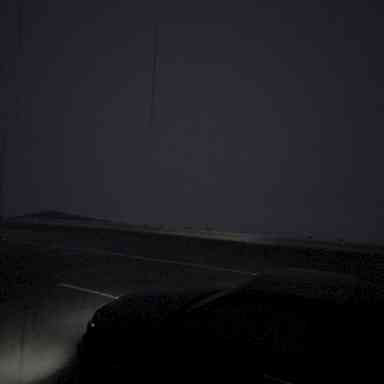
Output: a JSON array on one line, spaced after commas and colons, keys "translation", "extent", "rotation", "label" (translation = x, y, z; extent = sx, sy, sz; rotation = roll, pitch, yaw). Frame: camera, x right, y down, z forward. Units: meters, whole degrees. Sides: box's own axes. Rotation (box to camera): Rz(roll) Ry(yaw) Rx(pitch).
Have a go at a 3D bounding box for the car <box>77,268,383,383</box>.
[{"translation": [0.889, 1.520, 3.243], "extent": [4.674, 1.442, 1.812], "rotation": [0, 0, 35], "label": "car"}]
